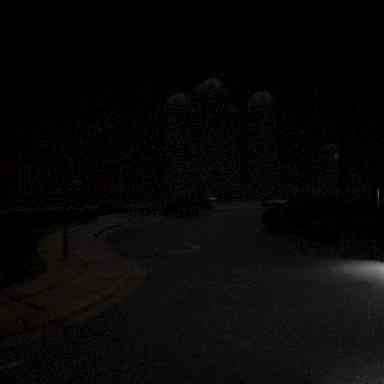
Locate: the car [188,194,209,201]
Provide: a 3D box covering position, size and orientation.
[{"bbox_3d":[0.799,1.246,48.538,1.905,1.878,3.866,0,0,-36],"label":"car"}]

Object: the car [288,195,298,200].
[{"bbox_3d":[20.284,1.307,62.901,2.242,1.667,4.611,0,0,-36],"label":"car"}]

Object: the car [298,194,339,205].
[{"bbox_3d":[16.866,1.177,43.915,1.932,1.855,4.605,0,0,-36],"label":"car"}]

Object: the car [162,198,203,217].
[{"bbox_3d":[-1.121,1.487,30.433,1.784,1.438,3.905,0,0,-36],"label":"car"}]

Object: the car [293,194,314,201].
[{"bbox_3d":[25.661,1.310,76.539,4.902,1.511,2.128,0,0,-37],"label":"car"}]

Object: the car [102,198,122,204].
[{"bbox_3d":[-9.715,1.497,40.081,1.816,1.474,4.193,0,0,-36],"label":"car"}]
